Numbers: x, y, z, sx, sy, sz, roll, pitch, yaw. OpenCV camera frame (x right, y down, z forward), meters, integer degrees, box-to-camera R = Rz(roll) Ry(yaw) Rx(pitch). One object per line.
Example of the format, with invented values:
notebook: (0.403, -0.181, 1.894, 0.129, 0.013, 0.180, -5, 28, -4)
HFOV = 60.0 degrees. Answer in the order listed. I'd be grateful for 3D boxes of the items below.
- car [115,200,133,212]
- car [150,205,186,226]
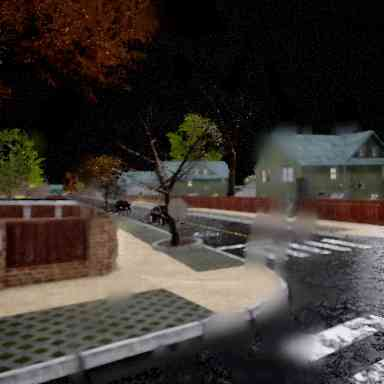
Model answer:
car: (-9.215, 1.916, 44.607, 1.837, 1.490, 4.892, -3, 0, -21)
car: (-2.046, 1.813, 26.613, 1.837, 1.490, 4.892, -3, 1, -22)
